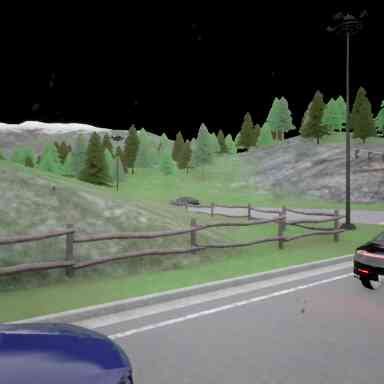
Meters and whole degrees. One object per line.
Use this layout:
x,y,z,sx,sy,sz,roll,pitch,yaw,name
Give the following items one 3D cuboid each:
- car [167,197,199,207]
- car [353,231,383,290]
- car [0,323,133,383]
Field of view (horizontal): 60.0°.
-1.398,1.505,50.382,4.892,1.490,1.837,0,-1,22,car
5.765,1.491,7.859,4.902,1.511,2.128,0,0,-35,car
-2.601,1.526,1.926,4.674,1.442,1.812,0,0,-35,car
